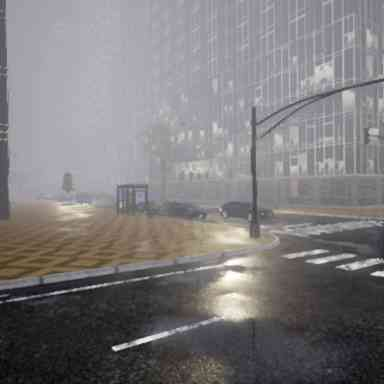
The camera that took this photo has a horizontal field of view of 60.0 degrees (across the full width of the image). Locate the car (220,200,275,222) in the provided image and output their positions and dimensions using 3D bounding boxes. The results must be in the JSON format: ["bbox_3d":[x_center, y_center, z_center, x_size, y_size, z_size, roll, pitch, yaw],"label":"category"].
[{"bbox_3d":[4.070,1.385,25.141,1.837,1.490,4.892,-1,1,-34],"label":"car"}]

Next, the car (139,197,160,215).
[{"bbox_3d":[-3.725,1.412,31.803,1.802,1.307,4.206,0,1,-34],"label":"car"}]

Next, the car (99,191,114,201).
[{"bbox_3d":[-15.938,0.970,64.752,1.802,1.307,4.206,0,1,-34],"label":"car"}]

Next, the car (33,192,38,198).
[{"bbox_3d":[-35.677,0.738,78.802,1.967,1.590,4.097,0,1,-34],"label":"car"}]

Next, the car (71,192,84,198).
[{"bbox_3d":[-28.756,0.724,83.527,2.008,1.369,4.403,0,1,-34],"label":"car"}]

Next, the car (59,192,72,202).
[{"bbox_3d":[-22.859,1.065,60.027,2.008,1.369,4.403,0,1,-34],"label":"car"}]

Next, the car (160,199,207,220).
[{"bbox_3d":[-0.534,1.448,27.097,1.947,1.339,4.313,0,1,-34],"label":"car"}]

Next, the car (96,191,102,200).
[{"bbox_3d":[-19.142,0.650,69.442,2.192,1.841,5.009,0,1,-34],"label":"car"}]

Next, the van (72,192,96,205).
[{"bbox_3d":[-16.449,0.962,50.637,1.690,1.788,3.998,0,1,-34],"label":"van"}]

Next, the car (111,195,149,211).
[{"bbox_3d":[-6.881,1.344,36.529,1.947,1.339,4.313,0,1,-34],"label":"car"}]

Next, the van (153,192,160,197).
[{"bbox_3d":[-6.324,0.889,50.666,1.690,1.788,3.998,0,1,-34],"label":"van"}]

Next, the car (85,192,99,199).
[{"bbox_3d":[-22.347,0.721,74.137,1.967,1.590,4.097,0,1,-34],"label":"car"}]

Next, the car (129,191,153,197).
[{"bbox_3d":[-7.522,0.915,42.147,2.150,2.045,5.566,-1,1,-34],"label":"car"}]

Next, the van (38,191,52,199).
[{"bbox_3d":[-32.473,0.693,74.107,1.690,1.788,3.998,0,1,-34],"label":"van"}]
